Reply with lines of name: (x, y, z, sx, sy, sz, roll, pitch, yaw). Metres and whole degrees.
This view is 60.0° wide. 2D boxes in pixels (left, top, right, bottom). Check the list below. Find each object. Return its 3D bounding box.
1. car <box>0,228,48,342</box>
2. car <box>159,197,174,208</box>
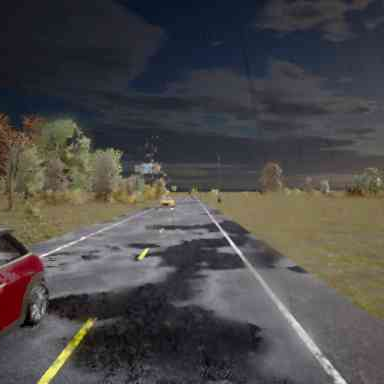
car: (-3.601, 1.351, 3.985, 2.097, 1.767, 4.553, 0, 0, 0)
car: (-3.578, 1.469, 48.045, 1.882, 1.535, 5.008, 0, 0, 0)
